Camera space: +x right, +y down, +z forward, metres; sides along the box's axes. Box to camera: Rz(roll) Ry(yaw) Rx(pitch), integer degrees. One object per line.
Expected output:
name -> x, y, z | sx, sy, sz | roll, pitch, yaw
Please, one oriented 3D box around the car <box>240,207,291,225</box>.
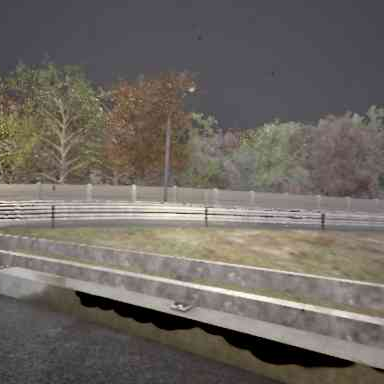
car -> 6.771, 2.107, 30.646 | 4.902, 1.511, 2.128 | 3, -1, -18
